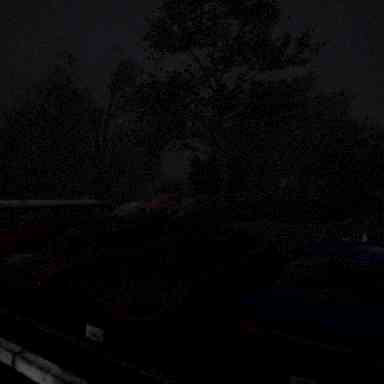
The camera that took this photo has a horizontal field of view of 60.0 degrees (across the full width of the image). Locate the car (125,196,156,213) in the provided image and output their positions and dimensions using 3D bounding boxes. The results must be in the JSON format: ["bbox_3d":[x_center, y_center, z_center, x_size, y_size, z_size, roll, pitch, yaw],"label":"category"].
[{"bbox_3d":[-1.667,1.181,23.698,2.435,2.045,5.566,0,0,35],"label":"car"}]

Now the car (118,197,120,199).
[{"bbox_3d":[-6.192,1.422,26.944,2.097,1.535,5.008,0,0,35],"label":"car"}]

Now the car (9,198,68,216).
[{"bbox_3d":[-15.272,1.418,33.398,2.097,1.535,5.008,0,0,35],"label":"car"}]

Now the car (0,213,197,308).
[{"bbox_3d":[-2.209,1.485,8.036,2.163,1.488,4.792,0,0,35],"label":"car"}]

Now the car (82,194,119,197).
[{"bbox_3d":[-8.476,1.167,28.540,2.435,2.045,5.566,0,0,35],"label":"car"}]

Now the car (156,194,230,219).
[{"bbox_3d":[0.503,1.189,22.156,2.435,2.045,5.566,0,0,35],"label":"car"}]

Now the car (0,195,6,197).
[{"bbox_3d":[-17.647,1.416,34.866,1.946,1.575,5.366,0,0,35],"label":"car"}]

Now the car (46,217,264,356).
[{"bbox_3d":[0.076,1.493,6.411,2.163,1.488,4.792,0,0,35],"label":"car"}]

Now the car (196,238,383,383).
[{"bbox_3d":[2.375,1.472,4.807,2.097,1.535,5.008,0,0,35],"label":"car"}]

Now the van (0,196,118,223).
[{"bbox_3d":[-4.544,1.222,9.588,1.878,1.987,4.442,0,0,35],"label":"van"}]

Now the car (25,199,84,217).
[{"bbox_3d":[-13.016,1.447,31.765,2.163,1.488,4.792,0,0,35],"label":"car"}]

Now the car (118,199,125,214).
[{"bbox_3d":[-4.022,1.466,25.405,2.002,1.452,4.674,0,0,35],"label":"car"}]
